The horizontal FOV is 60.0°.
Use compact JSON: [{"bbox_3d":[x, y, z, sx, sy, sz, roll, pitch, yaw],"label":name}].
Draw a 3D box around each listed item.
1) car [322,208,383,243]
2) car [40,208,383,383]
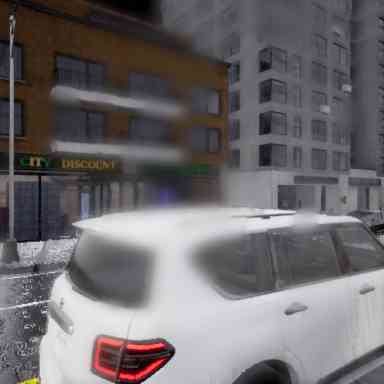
[{"bbox_3d":[8.602,1.566,16.530,4.313,1.339,1.947,0,0,-36],"label":"car"},{"bbox_3d":[1.119,1.223,4.231,5.566,2.045,2.150,0,0,-35],"label":"car"}]
